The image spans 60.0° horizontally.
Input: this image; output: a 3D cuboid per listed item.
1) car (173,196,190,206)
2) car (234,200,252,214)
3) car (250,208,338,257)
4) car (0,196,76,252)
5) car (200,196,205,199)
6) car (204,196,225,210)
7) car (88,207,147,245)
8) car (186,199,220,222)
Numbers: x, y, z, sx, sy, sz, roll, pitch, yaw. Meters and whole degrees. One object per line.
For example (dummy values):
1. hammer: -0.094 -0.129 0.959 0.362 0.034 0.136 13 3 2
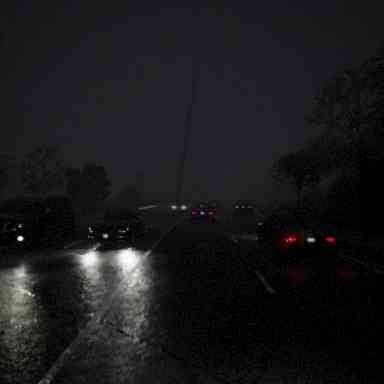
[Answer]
1. car: -1.660 1.433 55.023 1.882 1.535 5.008 0 0 14
2. car: 5.382 1.529 35.203 2.033 1.411 5.357 0 0 7
3. car: 3.772 1.540 12.840 2.033 1.411 5.357 0 0 2
4. car: -6.875 1.209 14.292 2.150 2.045 5.566 0 0 2
5. car: 2.602 1.465 57.419 1.837 1.490 4.892 0 0 16
6. car: 3.077 1.538 42.849 1.994 1.385 4.181 0 0 10
7. car: -3.318 1.493 15.540 1.837 1.490 4.892 0 0 2
8. car: 0.922 1.531 25.783 2.033 1.411 5.357 0 0 4
